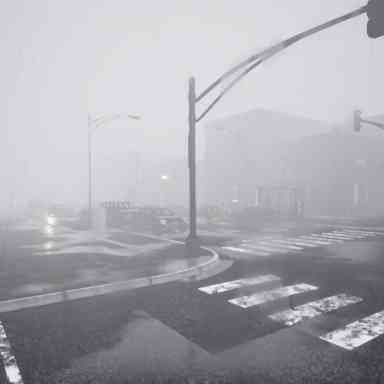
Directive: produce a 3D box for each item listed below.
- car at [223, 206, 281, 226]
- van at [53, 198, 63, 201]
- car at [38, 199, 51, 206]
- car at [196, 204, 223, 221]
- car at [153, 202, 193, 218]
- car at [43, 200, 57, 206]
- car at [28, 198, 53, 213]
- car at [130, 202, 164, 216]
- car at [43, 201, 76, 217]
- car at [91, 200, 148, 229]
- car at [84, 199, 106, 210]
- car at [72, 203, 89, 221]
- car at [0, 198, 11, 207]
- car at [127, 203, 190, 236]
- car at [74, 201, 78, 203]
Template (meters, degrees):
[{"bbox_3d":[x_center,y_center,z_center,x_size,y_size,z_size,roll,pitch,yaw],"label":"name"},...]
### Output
[{"bbox_3d":[4.726,1.725,25.210,1.947,1.339,4.313,-1,0,-36],"label":"car"},{"bbox_3d":[-28.758,2.174,70.769,1.690,1.788,3.998,-1,0,-36],"label":"van"},{"bbox_3d":[-35.549,2.496,80.018,1.752,1.417,4.829,-1,0,-36],"label":"car"},{"bbox_3d":[1.276,1.754,29.903,1.752,1.417,4.829,-1,0,-36],"label":"car"},{"bbox_3d":[-2.072,1.821,34.459,1.752,1.417,4.829,-1,0,-36],"label":"car"},{"bbox_3d":[-32.100,2.446,75.325,1.887,1.381,4.507,-1,0,-36],"label":"car"},{"bbox_3d":[-22.111,1.953,47.626,2.192,1.841,5.009,-1,0,-36],"label":"car"},{"bbox_3d":[-5.319,1.912,38.878,2.008,1.369,4.403,-1,0,-36],"label":"car"},{"bbox_3d":[-15.410,2.054,38.515,2.008,1.369,4.403,-1,0,-36],"label":"car"},{"bbox_3d":[-5.371,1.616,24.847,2.192,1.841,5.009,-1,0,-36],"label":"car"},{"bbox_3d":[-15.365,2.003,52.545,1.967,1.590,4.097,-1,0,-36],"label":"car"},{"bbox_3d":[-8.714,1.919,29.403,2.008,1.369,4.403,-1,0,-36],"label":"car"},{"bbox_3d":[-42.232,2.359,74.936,2.192,1.841,5.009,-1,0,-36],"label":"car"},{"bbox_3d":[-2.020,1.674,20.292,1.967,1.590,4.097,-1,0,-36],"label":"car"},{"bbox_3d":[-22.057,2.280,61.657,1.802,1.307,4.206,-1,0,-36],"label":"car"}]
